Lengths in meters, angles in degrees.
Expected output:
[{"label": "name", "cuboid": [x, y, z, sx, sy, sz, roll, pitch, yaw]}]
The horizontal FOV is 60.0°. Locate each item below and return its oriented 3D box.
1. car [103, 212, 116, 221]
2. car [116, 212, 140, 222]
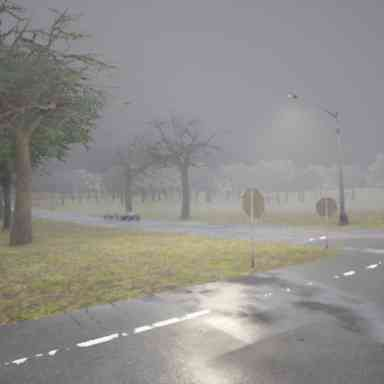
[{"label": "car", "cuboid": [-15.125, 4.490, 62.155, 1.837, 1.490, 4.892, -2, -1, -35]}, {"label": "car", "cuboid": [-10.355, 4.115, 55.267, 1.882, 1.535, 5.008, -2, -2, -34]}]
